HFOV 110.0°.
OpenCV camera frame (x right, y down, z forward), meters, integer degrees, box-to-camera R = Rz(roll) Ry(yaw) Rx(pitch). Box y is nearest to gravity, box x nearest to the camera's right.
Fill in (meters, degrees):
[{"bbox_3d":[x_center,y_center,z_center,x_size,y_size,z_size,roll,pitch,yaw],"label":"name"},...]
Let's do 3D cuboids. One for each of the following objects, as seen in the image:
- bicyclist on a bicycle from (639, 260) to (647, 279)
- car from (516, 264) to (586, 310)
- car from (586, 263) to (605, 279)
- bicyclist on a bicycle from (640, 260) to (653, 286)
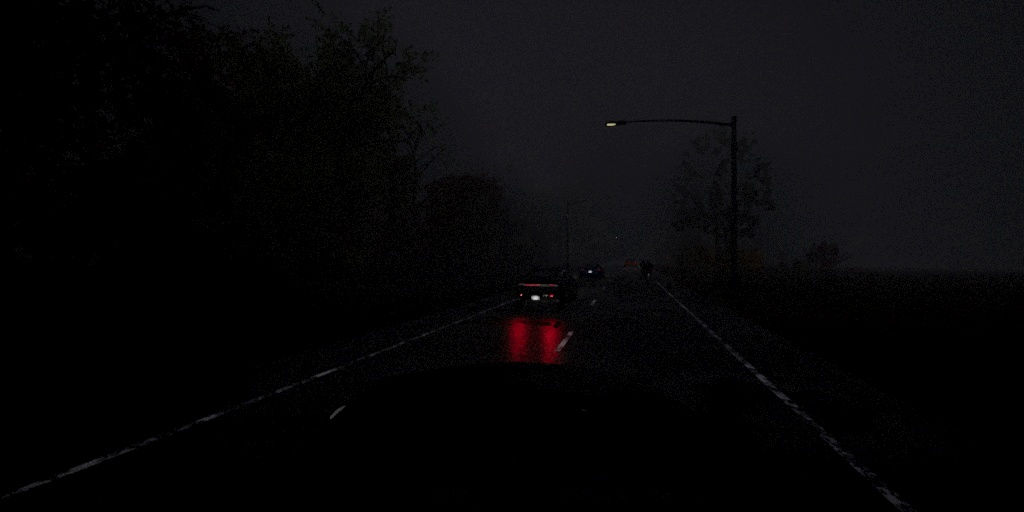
[{"bbox_3d":[11.990,1.207,32.826,0.582,1.620,1.656,0,0,18],"label":"bicyclist on a bicycle"},{"bbox_3d":[1.577,1.242,14.819,2.128,1.511,4.902,0,0,18],"label":"car"},{"bbox_3d":[7.338,1.317,32.635,1.994,1.385,4.181,0,0,18],"label":"car"},{"bbox_3d":[9.282,1.124,24.457,0.659,1.776,1.843,0,0,18],"label":"bicyclist on a bicycle"}]
